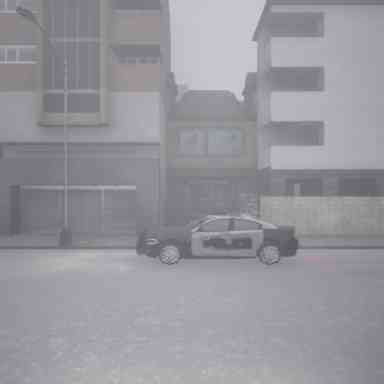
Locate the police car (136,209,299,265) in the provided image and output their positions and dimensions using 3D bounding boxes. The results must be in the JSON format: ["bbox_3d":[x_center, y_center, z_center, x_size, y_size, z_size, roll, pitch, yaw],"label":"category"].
[{"bbox_3d":[0.834,1.424,11.044,5.238,1.638,1.930,0,0,0],"label":"police car"}]
